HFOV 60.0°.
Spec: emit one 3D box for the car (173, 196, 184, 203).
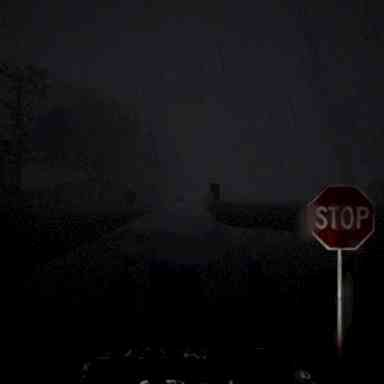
[{"bbox_3d":[-2.593,1.479,65.354,1.994,1.385,4.181,0,0,0],"label":"car"}]
